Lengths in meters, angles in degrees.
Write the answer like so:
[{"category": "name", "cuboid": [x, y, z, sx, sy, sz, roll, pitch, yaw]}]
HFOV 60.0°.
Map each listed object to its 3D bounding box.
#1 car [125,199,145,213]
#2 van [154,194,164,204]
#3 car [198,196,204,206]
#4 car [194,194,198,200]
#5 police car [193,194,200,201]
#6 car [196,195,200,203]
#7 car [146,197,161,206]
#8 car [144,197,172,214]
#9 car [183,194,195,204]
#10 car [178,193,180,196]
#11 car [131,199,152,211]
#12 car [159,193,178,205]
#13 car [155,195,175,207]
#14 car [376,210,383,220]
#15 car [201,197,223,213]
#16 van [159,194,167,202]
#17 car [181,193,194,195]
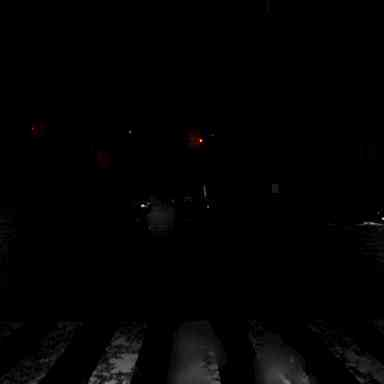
[{"category": "car", "cuboid": [-6.148, 1.556, 36.262, 2.008, 1.369, 4.403, 0, 0, -1]}, {"category": "van", "cuboid": [-6.585, 1.360, 66.649, 1.690, 1.788, 3.998, 0, 0, -1]}, {"category": "car", "cuboid": [2.220, 1.553, 47.269, 1.887, 1.381, 4.507, 0, 0, -1]}, {"category": "car", "cuboid": [2.000, 1.567, 62.584, 2.008, 1.369, 4.403, 0, 0, -1]}, {"category": "police car", "cuboid": [1.203, 1.463, 90.558, 1.930, 1.638, 5.238, 0, 0, -1]}, {"category": "car", "cuboid": [2.142, 1.562, 52.713, 2.008, 1.369, 4.403, 0, 0, -1]}, {"category": "car", "cuboid": [-6.429, 1.579, 55.824, 1.947, 1.339, 4.313, 0, 0, -1]}, {"category": "car", "cuboid": [-3.466, 1.569, 34.666, 1.994, 1.385, 4.181, 0, 0, -2]}, {"category": "car", "cuboid": [-0.706, 1.619, 65.643, 1.895, 1.301, 4.718, 0, 0, -1]}, {"category": "car", "cuboid": [-3.820, 1.508, 62.408, 2.128, 1.511, 4.902, 0, 0, 0]}, {"category": "car", "cuboid": [-6.220, 1.557, 41.254, 2.008, 1.369, 4.403, 0, 0, -1]}, {"category": "car", "cuboid": [-3.709, 1.363, 52.629, 2.097, 1.767, 4.553, 0, 0, -1]}, {"category": "car", "cuboid": [-3.583, 1.485, 43.479, 1.882, 1.535, 5.008, 0, 0, -1]}, {"category": "car", "cuboid": [14.710, 1.249, 21.033, 5.357, 1.411, 2.033, -1, 0, -1]}, {"category": "car", "cuboid": [2.376, 1.556, 36.381, 2.008, 1.369, 4.403, 0, 0, -1]}, {"category": "van", "cuboid": [-6.741, 1.368, 77.475, 1.690, 1.788, 3.998, 0, 0, -1]}, {"category": "car", "cuboid": [-0.943, 1.549, 75.571, 2.128, 1.511, 4.902, 0, 0, -1]}]
